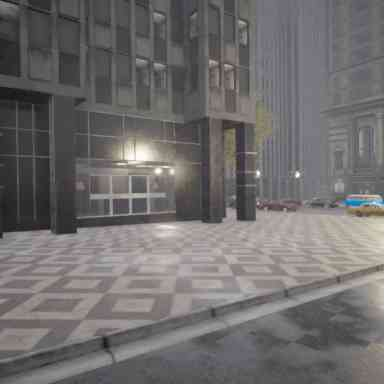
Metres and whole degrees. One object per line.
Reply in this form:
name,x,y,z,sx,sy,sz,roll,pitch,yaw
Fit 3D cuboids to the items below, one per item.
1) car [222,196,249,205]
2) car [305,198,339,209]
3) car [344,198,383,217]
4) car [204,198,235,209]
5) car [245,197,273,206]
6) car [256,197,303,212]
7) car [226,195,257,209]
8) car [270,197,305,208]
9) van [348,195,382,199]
car,7.259,1.379,56.263,2.008,1.369,4.403,-1,1,-36
car,16.759,1.437,43.092,1.947,1.339,4.313,-1,1,-36
car,16.264,1.569,29.196,1.752,1.417,4.829,-1,1,-36
car,3.792,1.533,46.498,2.008,1.369,4.403,-1,1,-36
car,10.426,1.424,51.874,1.802,1.307,4.206,-1,1,-36
car,9.980,1.556,37.919,1.887,1.381,4.507,-1,1,-36
car,6.884,1.312,42.206,2.192,1.841,5.009,-1,1,-36
car,13.592,1.401,47.482,1.887,1.381,4.507,-1,1,-36
van,19.923,1.228,38.700,1.690,1.788,3.998,-1,1,-36
